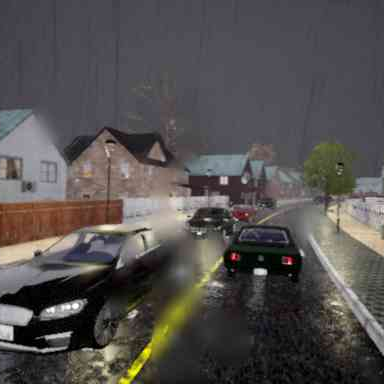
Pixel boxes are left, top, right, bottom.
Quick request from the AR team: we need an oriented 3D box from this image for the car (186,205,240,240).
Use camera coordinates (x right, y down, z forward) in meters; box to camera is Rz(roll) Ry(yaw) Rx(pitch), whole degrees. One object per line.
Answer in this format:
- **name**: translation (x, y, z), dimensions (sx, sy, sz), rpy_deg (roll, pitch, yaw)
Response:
- **car**: translation (0.971, 1.508, 16.311), dimensions (1.837, 1.490, 4.892), rpy_deg (1, 0, 16)

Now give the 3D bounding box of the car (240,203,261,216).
- **car**: translation (3.842, 1.667, 25.750), dimensions (1.895, 1.301, 4.718), rpy_deg (1, 0, 18)

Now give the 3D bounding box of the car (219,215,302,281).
- **car**: translation (2.210, 1.640, 10.123), dimensions (1.895, 1.301, 4.718), rpy_deg (1, 0, 14)

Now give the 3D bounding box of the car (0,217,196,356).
- **car**: translation (-1.655, 1.437, 6.374), dimensions (2.128, 1.511, 4.902), rpy_deg (1, 0, 15)

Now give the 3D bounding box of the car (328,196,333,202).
- **car**: translation (32.063, 1.559, 78.906), dimensions (1.812, 1.442, 4.674), rpy_deg (1, 1, 33)

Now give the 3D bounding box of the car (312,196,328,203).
- **car**: translation (26.726, 1.548, 70.120), dimensions (1.812, 1.442, 4.674), rpy_deg (1, 1, 30)

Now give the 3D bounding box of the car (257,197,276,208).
- **car**: translation (9.114, 1.343, 40.149), dimensions (1.837, 1.490, 4.892), rpy_deg (1, 0, 22)
